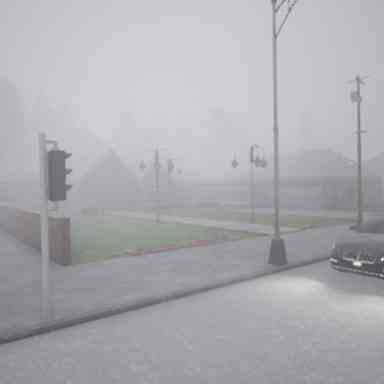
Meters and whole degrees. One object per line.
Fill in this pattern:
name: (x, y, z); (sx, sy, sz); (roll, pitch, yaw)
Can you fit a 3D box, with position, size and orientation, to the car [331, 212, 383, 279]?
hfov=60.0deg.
car: (5.605, 1.291, 8.815); (4.892, 1.490, 1.837); (-1, 1, -37)
